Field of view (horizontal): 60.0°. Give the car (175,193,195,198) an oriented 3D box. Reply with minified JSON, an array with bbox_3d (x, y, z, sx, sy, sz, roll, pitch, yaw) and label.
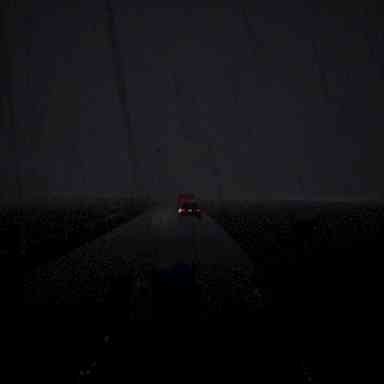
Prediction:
[{"bbox_3d":[-0.781,1.173,40.270,2.150,2.045,5.566,0,0,-3],"label":"car"}]

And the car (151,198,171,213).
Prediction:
[{"bbox_3d":[-3.323,1.435,36.324,2.128,1.511,4.902,0,0,-3],"label":"car"}]

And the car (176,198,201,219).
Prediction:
[{"bbox_3d":[-0.200,1.503,28.603,2.033,1.411,5.357,0,0,-2],"label":"car"}]
